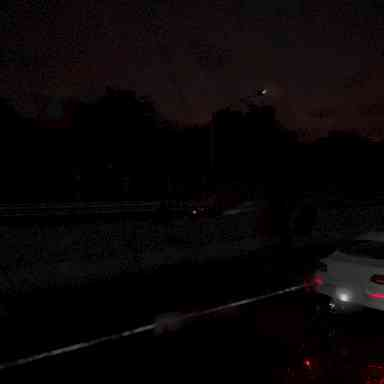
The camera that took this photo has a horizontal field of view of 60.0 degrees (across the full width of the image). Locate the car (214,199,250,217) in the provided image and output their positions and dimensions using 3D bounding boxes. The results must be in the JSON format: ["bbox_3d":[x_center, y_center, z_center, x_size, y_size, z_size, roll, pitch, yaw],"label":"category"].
[{"bbox_3d":[4.179,1.494,24.163,4.674,1.442,1.812,0,0,-35],"label":"car"}]

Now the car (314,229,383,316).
[{"bbox_3d":[4.423,1.510,6.898,4.674,1.442,1.812,0,0,-35],"label":"car"}]

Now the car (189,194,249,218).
[{"bbox_3d":[2.449,1.189,27.227,5.566,2.045,2.150,0,0,-35],"label":"car"}]

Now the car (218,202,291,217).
[{"bbox_3d":[4.075,1.498,19.791,4.674,1.442,1.812,0,0,-35],"label":"car"}]
